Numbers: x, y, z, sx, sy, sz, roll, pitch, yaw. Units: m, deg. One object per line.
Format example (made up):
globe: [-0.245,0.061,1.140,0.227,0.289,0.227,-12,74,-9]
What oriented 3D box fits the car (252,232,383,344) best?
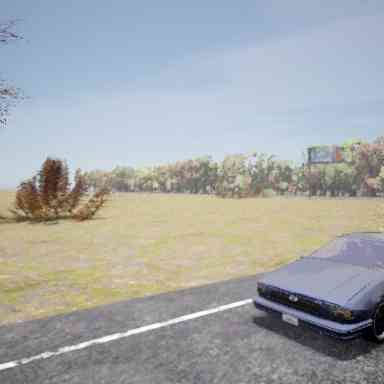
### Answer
car: [3.657,1.545,6.602,5.357,1.411,2.033,0,0,-35]
